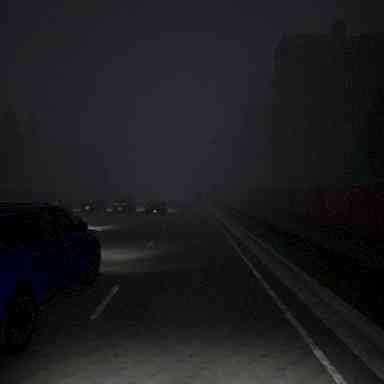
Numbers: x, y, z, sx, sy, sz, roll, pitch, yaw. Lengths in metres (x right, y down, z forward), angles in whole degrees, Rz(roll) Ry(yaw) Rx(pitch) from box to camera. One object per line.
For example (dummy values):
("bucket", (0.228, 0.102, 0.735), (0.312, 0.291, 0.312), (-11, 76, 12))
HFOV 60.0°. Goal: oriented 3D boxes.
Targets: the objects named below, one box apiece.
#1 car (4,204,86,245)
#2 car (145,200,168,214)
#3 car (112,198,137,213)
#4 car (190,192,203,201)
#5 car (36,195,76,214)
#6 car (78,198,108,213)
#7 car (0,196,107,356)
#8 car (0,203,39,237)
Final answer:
("car", (-6.899, 1.443, 16.310), (1.837, 1.490, 4.892), (0, 0, 0))
("car", (-3.398, 1.475, 32.829), (1.895, 1.301, 4.718), (0, 0, 0))
("car", (-6.898, 1.360, 34.318), (2.128, 1.511, 4.902), (0, 0, 0))
("car", (1.231, 0.935, 75.341), (2.150, 2.045, 5.566), (0, 0, 0))
("car", (-13.786, 1.222, 34.071), (2.097, 1.767, 4.553), (0, 0, 1))
("car", (-10.411, 1.390, 35.419), (1.812, 1.442, 4.674), (0, 0, 0))
("car", (-3.399, 1.198, 6.153), (2.150, 2.045, 5.566), (0, 0, 0))
("car", (-10.398, 1.423, 17.897), (2.128, 1.511, 4.902), (0, 0, 0))
